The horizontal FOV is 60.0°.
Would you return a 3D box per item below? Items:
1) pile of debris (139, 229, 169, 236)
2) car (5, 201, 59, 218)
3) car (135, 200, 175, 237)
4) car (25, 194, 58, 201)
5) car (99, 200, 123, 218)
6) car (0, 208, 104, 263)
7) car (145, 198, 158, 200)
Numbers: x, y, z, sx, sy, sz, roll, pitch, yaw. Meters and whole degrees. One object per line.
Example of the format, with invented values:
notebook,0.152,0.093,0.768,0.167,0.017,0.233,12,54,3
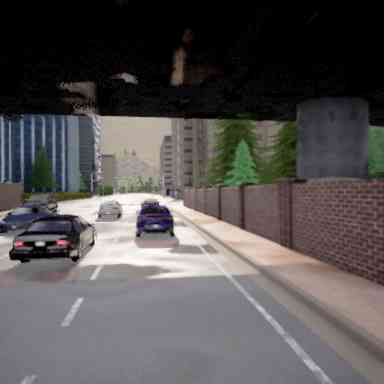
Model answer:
pile of debris,-2.026,2.126,17.601,1.500,0.140,1.860,0,0,-8
car,-9.440,1.515,19.376,1.812,1.442,4.674,0,0,-8
car,-2.010,1.427,17.949,1.882,1.535,5.008,0,0,-8
car,-14.772,1.199,32.643,2.150,2.045,5.566,0,0,-7
car,-7.086,1.467,29.213,1.812,1.442,4.674,0,0,-8
car,-4.702,1.534,12.039,2.033,1.411,5.357,0,0,-8
car,-4.142,1.412,33.606,1.837,1.490,4.892,0,0,-8
